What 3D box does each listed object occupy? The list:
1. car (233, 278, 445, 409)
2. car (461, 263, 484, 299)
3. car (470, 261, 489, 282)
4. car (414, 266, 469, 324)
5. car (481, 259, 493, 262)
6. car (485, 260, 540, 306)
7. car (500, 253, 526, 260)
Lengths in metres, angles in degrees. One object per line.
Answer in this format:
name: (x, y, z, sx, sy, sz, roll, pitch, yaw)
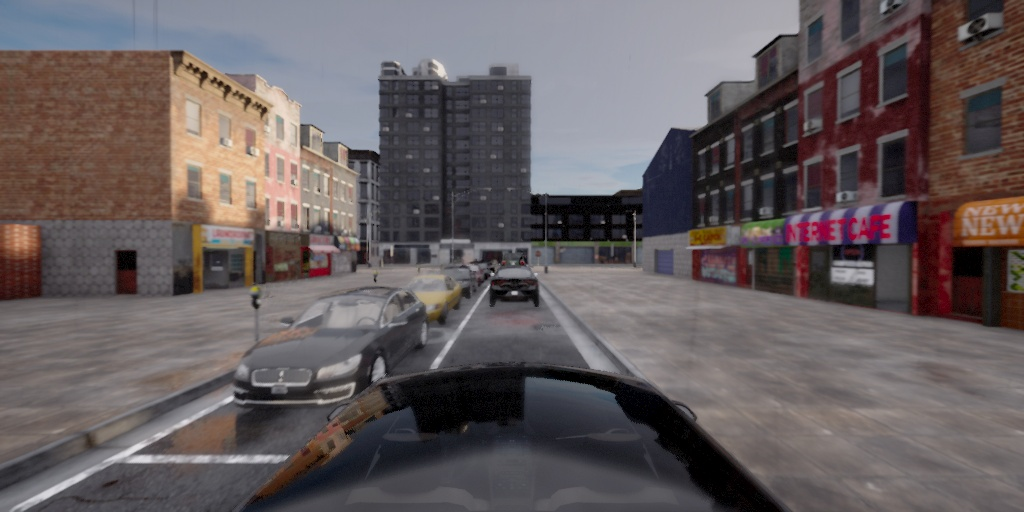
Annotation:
car: (-2.639, 1.261, 6.257, 2.007, 1.370, 4.403, 0, 0, 0)
car: (-2.641, 1.183, 17.161, 1.948, 1.339, 4.313, 0, 0, 0)
car: (-2.642, 1.151, 22.613, 1.802, 1.307, 4.207, 0, 0, 0)
car: (-2.640, 1.189, 11.539, 1.751, 1.417, 4.829, 0, 0, 0)
car: (-2.643, 1.088, 28.065, 1.948, 1.339, 4.313, 0, 0, 0)
car: (0.097, 1.113, 14.983, 1.882, 1.535, 5.008, 0, 1, 0)
car: (0.094, 0.705, 32.701, 2.150, 2.045, 5.566, 0, 1, 0)
